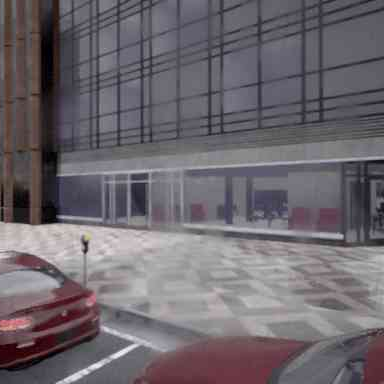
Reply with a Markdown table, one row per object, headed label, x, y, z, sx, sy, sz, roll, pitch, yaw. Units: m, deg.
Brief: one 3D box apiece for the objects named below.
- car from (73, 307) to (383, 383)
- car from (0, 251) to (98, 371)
| label | x | y | z | sx | sy | sz | roll | pitch | yaw |
| --- | --- | --- | --- | --- | --- | --- | --- | --- | --- |
| car | 1.374 | 1.581 | 1.980 | 4.206 | 1.307 | 1.802 | 0 | 0 | 35 |
| car | -3.216 | 1.617 | 5.252 | 4.206 | 1.307 | 1.802 | 0 | 0 | 35 |
